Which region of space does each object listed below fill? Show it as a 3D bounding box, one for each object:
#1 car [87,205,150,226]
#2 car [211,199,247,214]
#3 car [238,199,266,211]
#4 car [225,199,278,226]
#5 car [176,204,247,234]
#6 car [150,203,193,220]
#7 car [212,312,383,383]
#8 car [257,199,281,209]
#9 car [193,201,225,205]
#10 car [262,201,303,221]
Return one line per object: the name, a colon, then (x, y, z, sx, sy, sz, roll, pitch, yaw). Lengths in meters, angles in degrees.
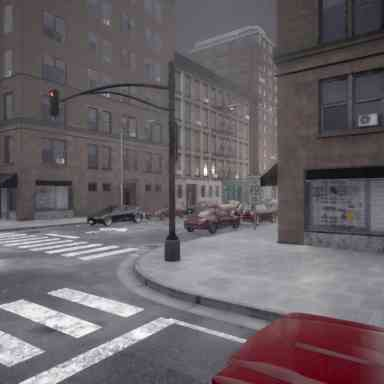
car: (-5.340, 1.590, 23.526, 1.947, 1.339, 4.313, 0, 0, 36)
car: (4.186, 1.544, 36.856, 1.752, 1.417, 4.829, 0, 0, 36)
car: (7.493, 1.600, 41.485, 1.802, 1.307, 4.206, 0, 0, 36)
car: (4.398, 1.412, 23.352, 1.967, 1.590, 4.097, 0, 0, 36)
car: (1.190, 1.555, 18.861, 1.802, 1.307, 4.206, 0, 0, 36)
car: (-2.132, 1.604, 28.016, 1.802, 1.307, 4.206, 0, 0, 36)
car: (2.397, 1.601, 1.981, 4.718, 1.301, 1.895, 0, 0, 36)
car: (10.701, 1.601, 45.974, 1.802, 1.307, 4.206, 0, 0, 36)
car: (1.077, 1.565, 32.505, 1.887, 1.381, 4.507, 0, 0, 36)
car: (7.706, 1.495, 27.980, 1.752, 1.417, 4.829, 0, 0, 36)
